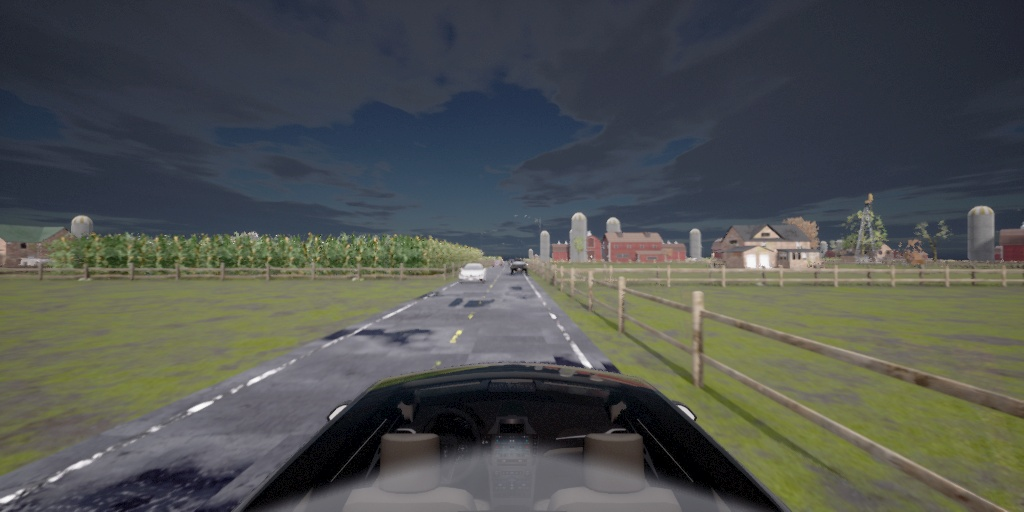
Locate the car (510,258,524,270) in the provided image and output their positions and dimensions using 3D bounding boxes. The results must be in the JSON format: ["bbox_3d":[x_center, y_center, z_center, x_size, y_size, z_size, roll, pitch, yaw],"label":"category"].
[{"bbox_3d":[0.815,1.221,57.529,2.097,1.767,4.553,0,0,0],"label":"car"}]

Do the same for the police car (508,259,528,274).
[{"bbox_3d":[0.818,1.248,41.668,1.930,1.638,5.238,0,0,0],"label":"police car"}]

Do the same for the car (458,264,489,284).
[{"bbox_3d":[-2.848,1.306,27.037,1.812,1.442,4.674,0,0,0],"label":"car"}]
